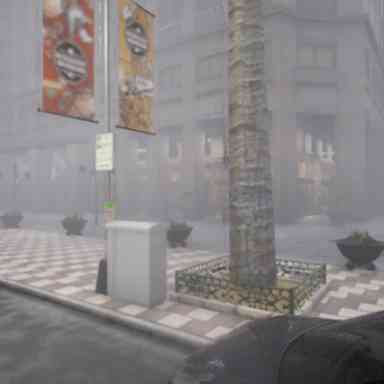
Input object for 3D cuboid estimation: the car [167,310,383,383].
[{"bbox_3d":[1.983,1.511,2.069,4.786,1.482,2.161,0,0,35],"label":"car"}]
